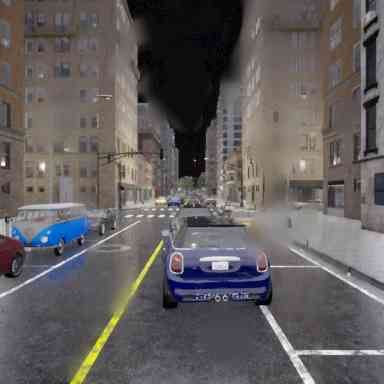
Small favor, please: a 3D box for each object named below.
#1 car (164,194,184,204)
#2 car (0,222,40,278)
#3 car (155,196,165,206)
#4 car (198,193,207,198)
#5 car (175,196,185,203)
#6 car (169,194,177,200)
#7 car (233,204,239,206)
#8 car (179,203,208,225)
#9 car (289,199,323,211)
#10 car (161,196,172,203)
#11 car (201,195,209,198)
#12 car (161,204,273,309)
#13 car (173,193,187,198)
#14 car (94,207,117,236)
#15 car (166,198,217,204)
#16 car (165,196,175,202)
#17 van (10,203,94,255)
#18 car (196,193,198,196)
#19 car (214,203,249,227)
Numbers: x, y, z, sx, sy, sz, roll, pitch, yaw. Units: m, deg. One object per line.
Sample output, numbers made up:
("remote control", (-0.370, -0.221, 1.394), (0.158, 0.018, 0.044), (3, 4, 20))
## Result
("car", (-2.692, 1.478, 50.462), (1.882, 1.535, 5.008), (0, 0, 0))
("car", (-5.371, 1.582, 7.511), (1.802, 1.307, 4.206), (0, 0, 0))
("car", (-5.221, 1.526, 56.117), (1.752, 1.417, 4.829), (0, 0, 0))
("car", (2.856, 1.437, 73.309), (1.967, 1.590, 4.097), (0, 0, 0))
("car", (-2.540, 1.522, 70.556), (1.812, 1.442, 4.674), (0, 0, 0))
("car", (-5.118, 1.433, 90.374), (1.967, 1.590, 4.097), (0, 0, 0))
("car", (2.698, 1.525, 18.471), (1.752, 1.417, 4.829), (0, 0, 0))
("car", (0.092, 1.564, 25.052), (1.994, 1.385, 4.181), (0, 0, 0))
("car", (13.705, 1.517, 38.313), (4.718, 1.301, 1.895), (0, 0, 0))
("car", (-5.186, 1.564, 67.649), (1.947, 1.339, 4.313), (0, 0, 0))
("car", (2.787, 1.551, 50.583), (2.008, 1.369, 4.403), (0, 0, 0))
("car", (0.328, 1.352, 8.123), (2.097, 1.767, 4.553), (0, 0, -5))
("car", (-2.641, 1.221, 60.451), (2.150, 2.045, 5.566), (0, 0, 1))
("car", (-5.336, 1.551, 18.324), (2.008, 1.369, 4.403), (0, 0, 0))
("car", (0.123, 1.352, 15.390), (2.097, 1.767, 4.553), (0, 0, 0))
("car", (-5.152, 1.547, 79.012), (2.008, 1.369, 4.403), (0, 0, 0))
("van", (-5.354, 1.341, 12.917), (1.690, 1.788, 3.998), (0, 0, 0))
("car", (2.890, 1.309, 84.673), (2.192, 1.841, 5.009), (0, 0, 0))
("car", (2.709, 1.551, 23.707), (2.008, 1.369, 4.403), (0, 0, 0))
